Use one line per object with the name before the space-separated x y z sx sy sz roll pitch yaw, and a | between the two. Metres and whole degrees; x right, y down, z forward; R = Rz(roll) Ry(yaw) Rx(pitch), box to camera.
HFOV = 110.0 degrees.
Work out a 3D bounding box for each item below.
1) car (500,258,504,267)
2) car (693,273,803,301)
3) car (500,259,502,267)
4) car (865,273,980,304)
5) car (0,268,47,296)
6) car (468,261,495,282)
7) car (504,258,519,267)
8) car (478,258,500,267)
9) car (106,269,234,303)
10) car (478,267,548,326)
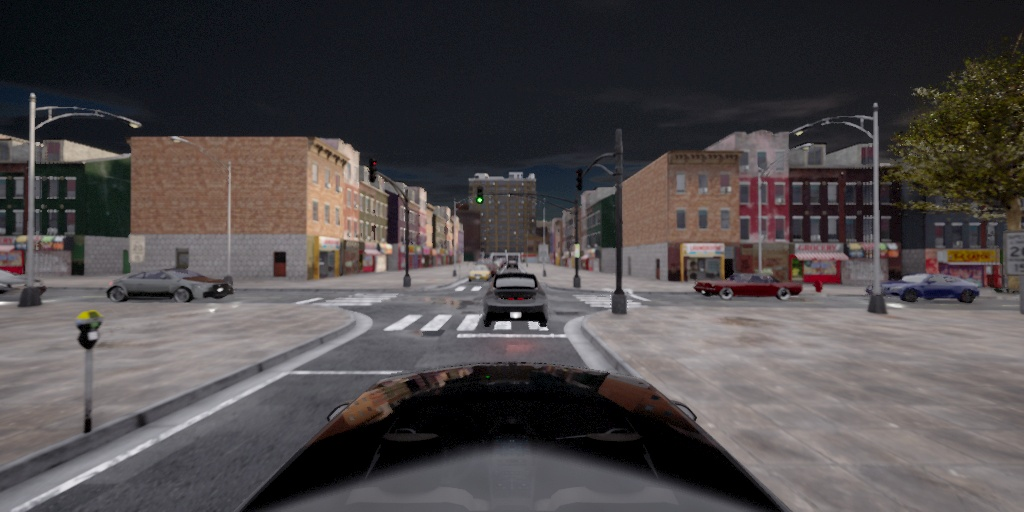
car | -2.654 1.487 57.267 1.751 1.417 4.829 0 0 0
car | 11.977 1.551 18.451 4.718 1.301 1.895 1 0 -3
car | -2.651 1.461 46.549 2.007 1.370 4.403 0 0 0
car | 21.091 1.612 18.482 4.674 1.442 1.812 1 0 0
car | -23.003 1.150 15.307 4.674 1.442 1.812 0 0 0
car | -2.646 1.368 30.048 1.751 1.417 4.829 0 0 0
car | 0.082 1.454 60.403 1.882 1.535 5.008 0 0 0
car | -2.648 1.178 35.661 2.192 1.841 5.009 0 0 0
car | -14.482 1.250 15.350 4.181 1.385 1.994 0 0 0
car | 0.097 1.285 11.779 1.837 1.490 4.892 0 0 0
